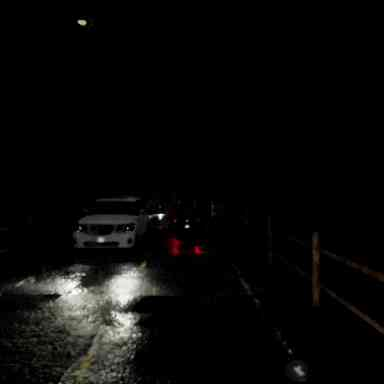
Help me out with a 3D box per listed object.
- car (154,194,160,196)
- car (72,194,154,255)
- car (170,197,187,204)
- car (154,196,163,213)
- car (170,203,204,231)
[{"bbox_3d":[-8.618,1.163,77.334,2.097,1.767,4.553,0,0,-8],"label":"car"},{"bbox_3d":[-3.024,1.220,13.628,2.150,2.045,5.566,0,0,-1],"label":"car"},{"bbox_3d":[-1.756,1.381,42.786,2.097,1.767,4.553,0,0,-5],"label":"car"},{"bbox_3d":[-4.232,1.492,36.814,1.882,1.535,5.008,1,0,-4],"label":"car"},{"bbox_3d":[-0.359,1.598,20.405,1.895,1.301,4.718,0,0,-2],"label":"car"}]
